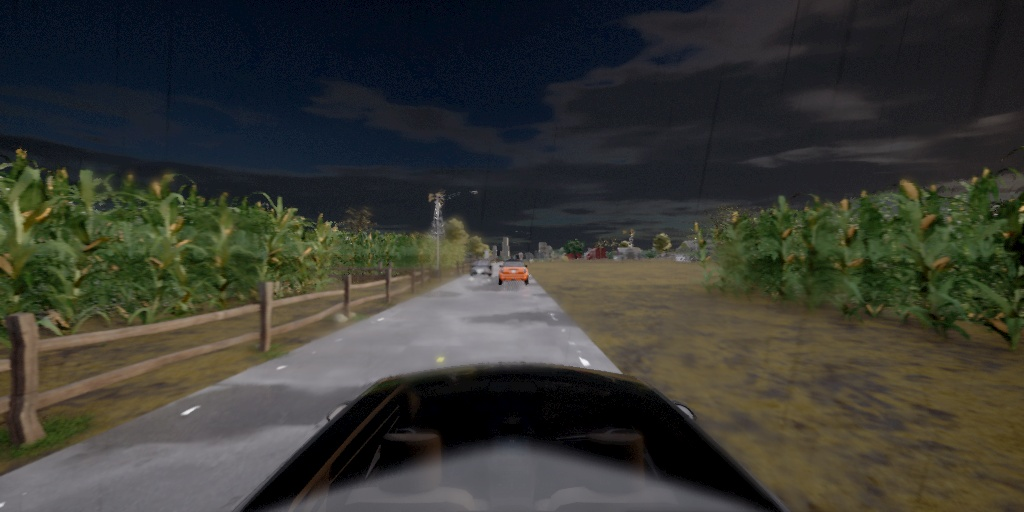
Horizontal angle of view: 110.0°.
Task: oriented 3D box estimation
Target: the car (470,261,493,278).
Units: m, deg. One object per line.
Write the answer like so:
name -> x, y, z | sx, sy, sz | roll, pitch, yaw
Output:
car -> -2.783, 1.184, 33.682 | 2.128, 1.511, 4.902 | 0, 0, 1

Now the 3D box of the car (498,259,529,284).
car -> 0.103, 1.066, 26.461 | 2.097, 1.767, 4.553 | 0, 0, 0
